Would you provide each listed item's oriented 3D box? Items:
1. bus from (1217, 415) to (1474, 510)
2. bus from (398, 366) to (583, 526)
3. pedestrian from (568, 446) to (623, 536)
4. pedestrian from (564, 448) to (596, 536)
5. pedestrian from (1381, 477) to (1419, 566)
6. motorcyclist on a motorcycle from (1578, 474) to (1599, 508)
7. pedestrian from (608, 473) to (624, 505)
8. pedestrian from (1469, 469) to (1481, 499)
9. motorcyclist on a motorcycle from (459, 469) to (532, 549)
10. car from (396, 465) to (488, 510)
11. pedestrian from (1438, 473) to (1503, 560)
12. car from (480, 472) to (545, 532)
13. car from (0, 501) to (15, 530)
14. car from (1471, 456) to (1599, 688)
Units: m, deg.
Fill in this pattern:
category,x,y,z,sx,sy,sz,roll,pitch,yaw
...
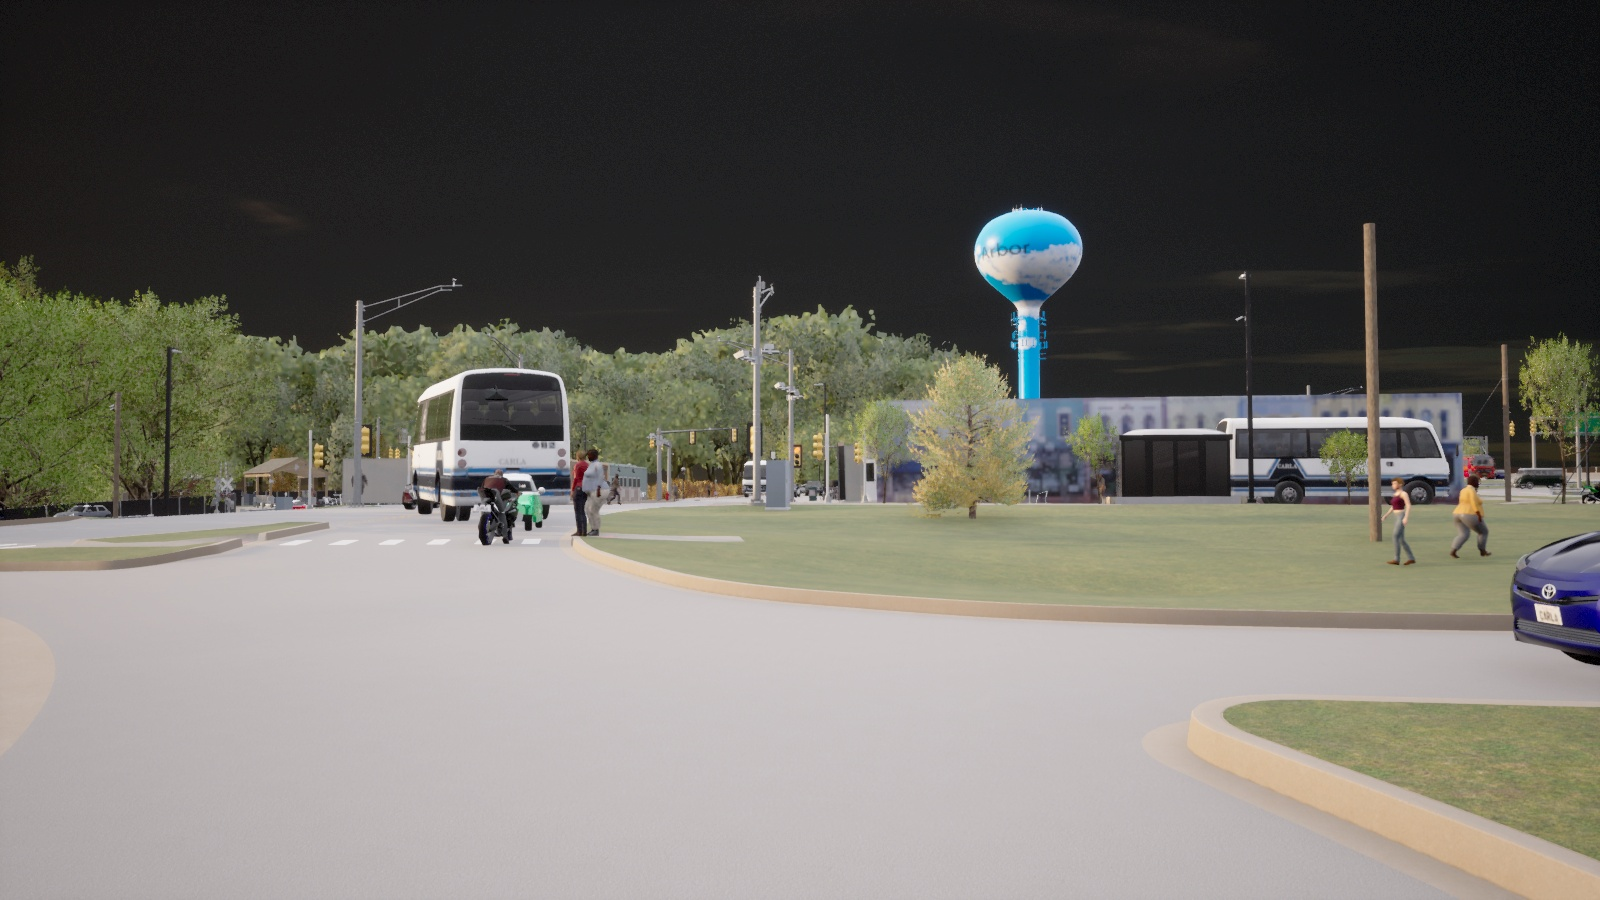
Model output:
category,x,y,z,sx,sy,sz,roll,pitch,yaw
bus,25.255,0.647,58.806,10.273,4.253,3.944,0,-3,8
bus,-9.869,-0.054,38.898,3.944,4.253,10.273,0,-1,-23
pedestrian,-4.329,0.870,26.522,0.900,1.855,0.874,1,-3,-28
pedestrian,-4.637,0.887,26.488,0.636,1.846,0.331,-2,-3,42
pedestrian,12.435,1.484,26.050,0.594,1.836,0.345,0,-3,5
motorcyclist on a motorcycle,36.381,1.853,56.628,2.044,1.523,0.797,-2,-3,21
pedestrian,-10.589,2.245,72.267,0.869,1.805,0.328,0,-3,9
pedestrian,41.288,2.096,76.816,0.328,1.805,0.869,0,-3,8
motorcyclist on a motorcycle,-6.115,1.153,25.371,0.866,1.530,2.191,0,-1,2
car,-13.708,1.435,48.391,2.033,1.649,4.856,0,-2,2
pedestrian,14.547,1.436,27.259,0.900,1.855,0.874,0,-3,-1
car,-7.037,1.252,30.901,1.481,1.376,2.207,0,-1,-11
car,-52.341,4.215,79.888,1.905,1.878,3.866,-1,-1,14
car,7.531,0.823,8.827,4.514,1.525,2.007,0,-2,2
